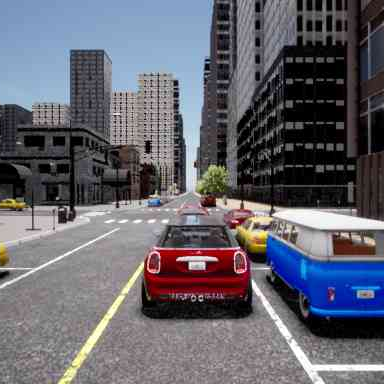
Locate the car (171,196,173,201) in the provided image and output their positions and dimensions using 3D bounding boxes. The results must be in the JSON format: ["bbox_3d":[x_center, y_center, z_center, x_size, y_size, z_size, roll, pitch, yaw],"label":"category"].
[{"bbox_3d":[-5.789,1.654,72.785,2.008,1.369,4.403,0,0,0],"label":"car"}]

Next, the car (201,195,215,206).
[{"bbox_3d":[2.612,1.380,56.227,2.192,1.841,5.009,0,0,0],"label":"car"}]

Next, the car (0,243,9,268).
[{"bbox_3d":[-5.701,1.525,6.807,1.752,1.417,4.829,0,0,0],"label":"car"}]

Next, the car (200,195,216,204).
[{"bbox_3d":[2.619,1.369,50.703,2.192,1.841,5.009,0,0,0],"label":"car"}]

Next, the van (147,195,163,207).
[{"bbox_3d":[-5.760,1.395,50.690,1.690,1.788,3.998,0,0,0],"label":"van"}]

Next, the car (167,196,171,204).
[{"bbox_3d":[-5.782,1.529,67.262,1.967,1.590,4.097,0,0,0],"label":"car"}]

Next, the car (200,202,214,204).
[{"bbox_3d":[0.077,1.482,17.334,1.882,1.535,5.008,0,0,0],"label":"car"}]

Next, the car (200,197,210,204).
[{"bbox_3d":[2.599,1.655,67.275,1.947,1.339,4.313,0,0,0],"label":"car"}]

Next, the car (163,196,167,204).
[{"bbox_3d":[-5.767,1.505,56.213,1.967,1.590,4.097,0,0,0],"label":"car"}]

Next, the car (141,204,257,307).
[{"bbox_3d":[0.088,1.352,8.127,2.097,1.767,4.553,0,0,0],"label":"car"}]

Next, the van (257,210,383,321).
[{"bbox_3d":[2.678,1.341,6.988,1.690,1.788,3.998,0,0,0],"label":"van"}]

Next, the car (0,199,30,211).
[{"bbox_3d":[-21.460,1.469,38.500,4.829,1.417,1.752,0,0,0],"label":"car"}]

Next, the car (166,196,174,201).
[{"bbox_3d":[-5.811,1.673,89.187,1.752,1.417,4.829,0,0,0],"label":"car"}]

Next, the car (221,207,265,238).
[{"bbox_3d":[2.663,1.587,18.315,1.802,1.307,4.206,0,0,0],"label":"car"}]

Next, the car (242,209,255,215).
[{"bbox_3d":[2.670,1.527,12.822,1.752,1.417,4.829,0,0,0],"label":"car"}]
